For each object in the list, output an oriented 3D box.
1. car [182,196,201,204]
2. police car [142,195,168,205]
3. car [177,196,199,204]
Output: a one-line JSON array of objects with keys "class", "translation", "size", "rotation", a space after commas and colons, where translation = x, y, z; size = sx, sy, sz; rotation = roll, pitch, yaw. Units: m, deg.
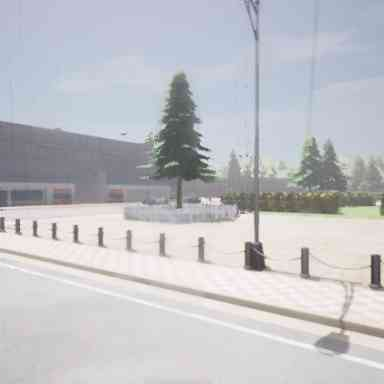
[{"class": "car", "translation": [-0.446, 1.346, 56.058], "size": [2.128, 1.511, 4.902], "rotation": [0, 0, 36]}, {"class": "police car", "translation": [-6.068, 1.342, 54.141], "size": [2.038, 1.542, 4.974], "rotation": [0, 0, 36]}, {"class": "car", "translation": [-0.697, 1.402, 61.637], "size": [1.994, 1.385, 4.181], "rotation": [0, 0, 36]}]
